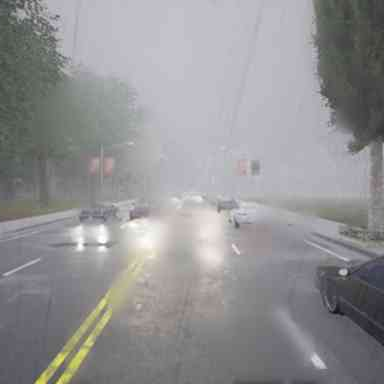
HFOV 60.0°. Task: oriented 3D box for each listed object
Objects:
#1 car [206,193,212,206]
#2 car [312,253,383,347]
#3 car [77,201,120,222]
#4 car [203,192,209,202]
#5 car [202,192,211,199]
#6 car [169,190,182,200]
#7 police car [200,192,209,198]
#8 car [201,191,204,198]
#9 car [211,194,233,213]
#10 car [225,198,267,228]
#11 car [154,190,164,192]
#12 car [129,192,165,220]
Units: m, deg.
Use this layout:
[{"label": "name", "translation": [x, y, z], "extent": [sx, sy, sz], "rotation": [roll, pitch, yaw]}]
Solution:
[{"label": "car", "translation": [3.268, 1.143, 43.039], "extent": [1.994, 1.385, 4.181], "rotation": [0, 1, 0]}, {"label": "car", "translation": [3.353, 1.503, 4.312], "extent": [2.033, 1.411, 5.357], "rotation": [0, 0, 0]}, {"label": "car", "translation": [-6.587, 1.368, 23.846], "extent": [1.895, 1.301, 4.718], "rotation": [0, 1, 0]}, {"label": "car", "translation": [3.272, 0.998, 54.038], "extent": [1.812, 1.442, 4.674], "rotation": [0, 1, 0]}, {"label": "car", "translation": [3.281, 0.786, 76.038], "extent": [1.812, 1.442, 4.674], "rotation": [0, 1, 0]}, {"label": "car", "translation": [-3.228, 0.572, 66.396], "extent": [2.150, 2.045, 5.566], "rotation": [0, 1, 0]}, {"label": "police car", "translation": [3.286, 0.664, 87.038], "extent": [2.038, 1.542, 4.974], "rotation": [0, 0, 0]}, {"label": "car", "translation": [3.277, 0.929, 65.038], "extent": [1.994, 1.385, 4.181], "rotation": [0, 1, 0]}, {"label": "car", "translation": [3.263, 1.178, 32.039], "extent": [2.128, 1.511, 4.902], "rotation": [0, 1, 0]}, {"label": "car", "translation": [3.355, 1.325, 20.431], "extent": [1.812, 1.442, 4.674], "rotation": [0, 1, 0]}, {"label": "car", "translation": [-6.487, 0.632, 64.550], "extent": [2.150, 2.045, 5.566], "rotation": [0, 1, 0]}, {"label": "car", "translation": [-3.334, 1.109, 24.862], "extent": [2.097, 1.767, 4.553], "rotation": [0, 1, 0]}]
